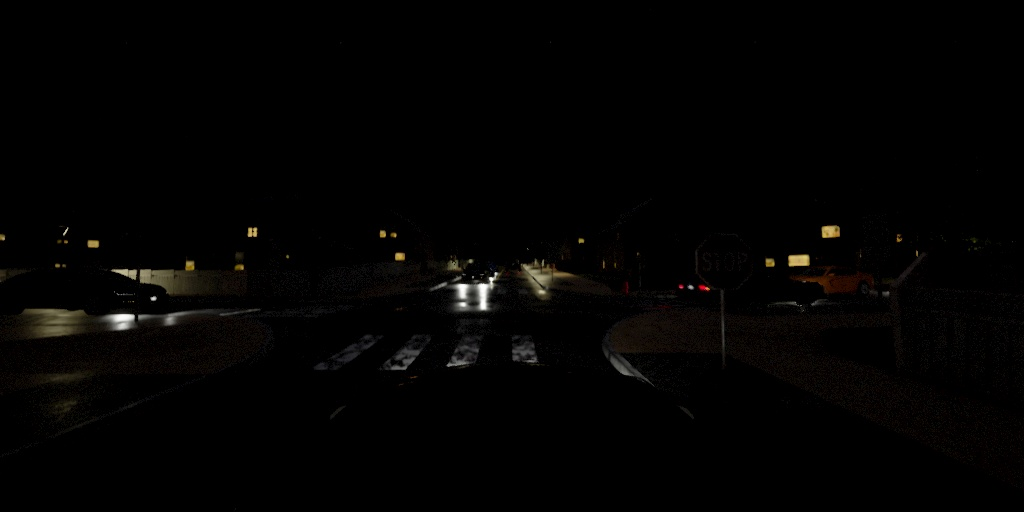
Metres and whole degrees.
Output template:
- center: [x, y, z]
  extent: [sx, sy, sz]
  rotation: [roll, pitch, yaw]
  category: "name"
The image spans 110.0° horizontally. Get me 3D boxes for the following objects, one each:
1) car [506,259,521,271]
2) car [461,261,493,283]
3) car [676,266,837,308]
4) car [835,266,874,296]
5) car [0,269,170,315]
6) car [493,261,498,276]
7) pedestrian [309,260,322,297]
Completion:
- center: [0.164, 1.186, 50.925]
  extent: [2.097, 1.767, 4.553]
  rotation: [0, 0, 0]
  category: "car"
- center: [-2.810, 1.277, 28.270]
  extent: [1.837, 1.490, 4.892]
  rotation: [0, 0, 0]
  category: "car"
- center: [9.141, 1.213, 13.840]
  extent: [5.357, 1.411, 2.033]
  rotation: [0, -3, -11]
  category: "car"
- center: [15.682, 1.263, 18.171]
  extent: [5.008, 1.535, 1.882]
  rotation: [0, -3, -14]
  category: "car"
- center: [-14.390, 1.185, 12.078]
  extent: [4.892, 1.490, 1.837]
  rotation: [0, -3, 2]
  category: "car"
- center: [-2.788, 1.271, 37.828]
  extent: [1.882, 1.535, 5.008]
  rotation: [0, 0, 0]
  category: "car"
- center: [-9.792, 1.111, 17.769]
  extent: [0.375, 1.860, 0.375]
  rotation: [0, -3, -1]
  category: "pedestrian"
